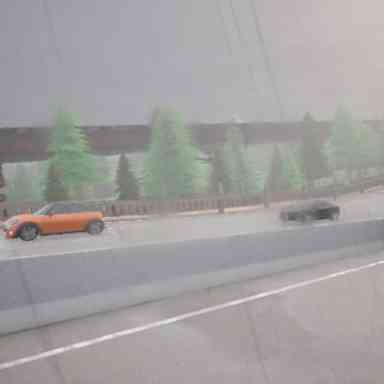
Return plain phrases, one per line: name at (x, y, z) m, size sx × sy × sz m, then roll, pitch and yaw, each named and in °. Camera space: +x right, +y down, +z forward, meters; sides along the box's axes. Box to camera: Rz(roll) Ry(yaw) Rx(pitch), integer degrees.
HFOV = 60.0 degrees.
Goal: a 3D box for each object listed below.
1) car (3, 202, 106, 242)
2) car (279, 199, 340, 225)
car at (-6.694, 1.313, 16.401) m, size 4.553 × 1.767 × 2.097 m, roll -1°, pitch 0°, yaw -35°
car at (8.051, 1.270, 22.614) m, size 5.008 × 1.535 × 1.882 m, roll -1°, pitch 1°, yaw -35°
